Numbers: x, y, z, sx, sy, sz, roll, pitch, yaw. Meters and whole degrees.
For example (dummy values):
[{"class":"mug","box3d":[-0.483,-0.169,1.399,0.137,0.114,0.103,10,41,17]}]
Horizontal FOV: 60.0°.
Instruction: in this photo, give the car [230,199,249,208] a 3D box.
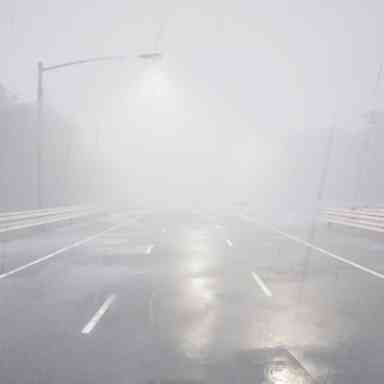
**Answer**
[{"class":"car","box3d":[7.540,1.787,53.516,1.895,1.301,4.718,0,0,-8]}]

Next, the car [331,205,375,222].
[{"class":"car","box3d":[13.662,1.720,27.624,1.895,1.301,4.718,0,-1,-23]}]

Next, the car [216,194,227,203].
[{"class":"car","box3d":[7.030,1.589,79.747,2.150,2.045,5.566,0,0,0]}]
